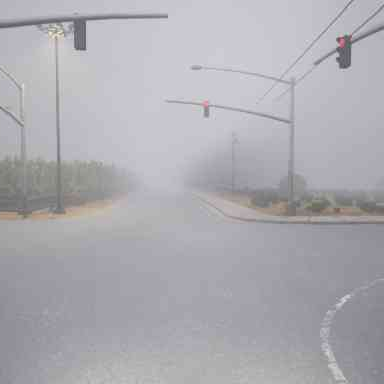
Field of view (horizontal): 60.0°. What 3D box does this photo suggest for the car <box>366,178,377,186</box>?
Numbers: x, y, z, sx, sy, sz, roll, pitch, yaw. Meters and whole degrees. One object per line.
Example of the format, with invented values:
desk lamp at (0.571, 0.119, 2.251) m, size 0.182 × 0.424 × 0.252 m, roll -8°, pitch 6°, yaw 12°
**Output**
car at (42.119, -2.324, 77.649) m, size 1.905 × 1.878 × 3.866 m, roll 10°, pitch 10°, yaw 41°
